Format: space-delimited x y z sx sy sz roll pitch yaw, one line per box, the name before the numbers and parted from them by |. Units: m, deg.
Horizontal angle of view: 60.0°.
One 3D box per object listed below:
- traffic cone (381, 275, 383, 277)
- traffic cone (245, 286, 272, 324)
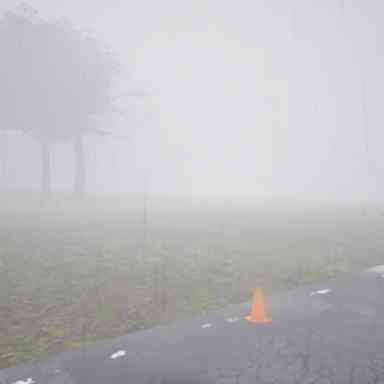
traffic cone | 5.232 1.938 8.769 0.340 0.580 0.340 0 0 -36
traffic cone | 1.170 1.950 5.852 0.340 0.580 0.340 0 0 -36
